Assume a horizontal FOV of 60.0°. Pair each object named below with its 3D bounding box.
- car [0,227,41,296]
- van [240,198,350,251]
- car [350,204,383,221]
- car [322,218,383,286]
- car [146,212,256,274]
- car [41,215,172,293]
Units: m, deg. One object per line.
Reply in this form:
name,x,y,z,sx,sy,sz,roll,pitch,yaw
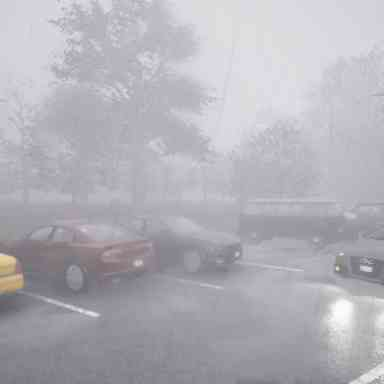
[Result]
car,-5.804,1.484,7.285,5.366,1.575,1.946,-1,0,34
van,3.984,1.247,14.063,4.442,1.987,1.878,-1,0,35
car,6.535,1.470,15.686,5.008,1.535,2.097,-1,-1,35
car,5.574,1.550,8.649,4.181,1.385,1.994,0,0,-35
car,-0.797,1.478,10.618,5.008,1.535,2.097,-1,-1,35
car,-3.224,1.481,8.892,5.008,1.535,2.097,-1,0,35
